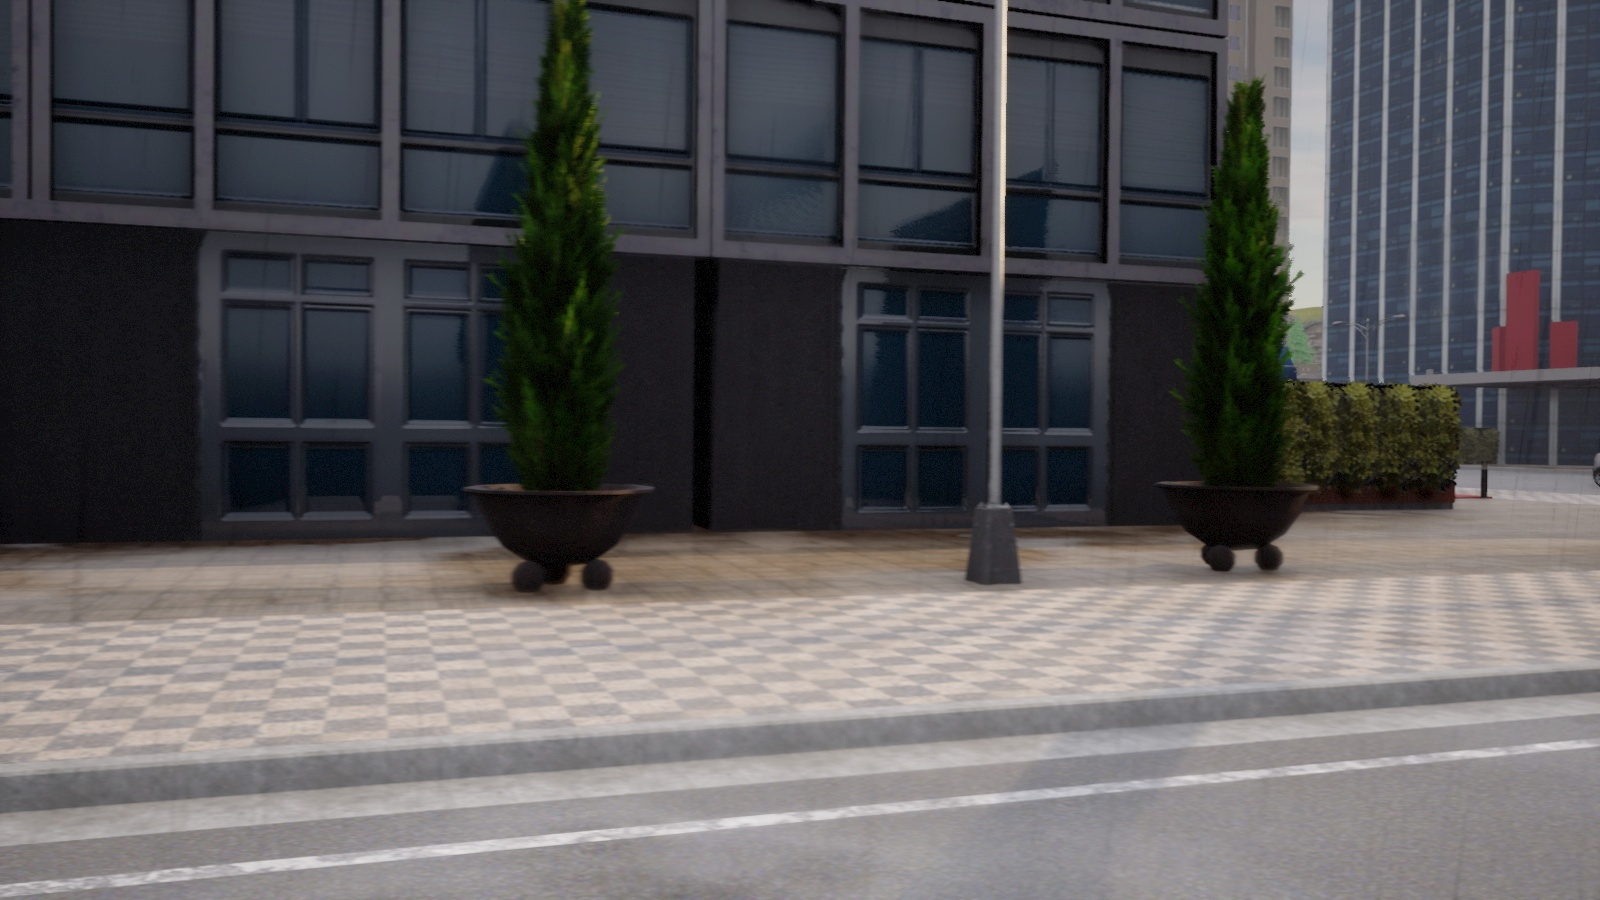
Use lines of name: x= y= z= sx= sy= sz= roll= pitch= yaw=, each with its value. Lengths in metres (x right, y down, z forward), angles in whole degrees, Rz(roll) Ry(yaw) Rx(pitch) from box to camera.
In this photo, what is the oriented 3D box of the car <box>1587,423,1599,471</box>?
car: x=26.283 y=-0.081 z=38.178 sx=1.845 sy=1.501 sz=3.633 roll=-1 pitch=1 yaw=-19
